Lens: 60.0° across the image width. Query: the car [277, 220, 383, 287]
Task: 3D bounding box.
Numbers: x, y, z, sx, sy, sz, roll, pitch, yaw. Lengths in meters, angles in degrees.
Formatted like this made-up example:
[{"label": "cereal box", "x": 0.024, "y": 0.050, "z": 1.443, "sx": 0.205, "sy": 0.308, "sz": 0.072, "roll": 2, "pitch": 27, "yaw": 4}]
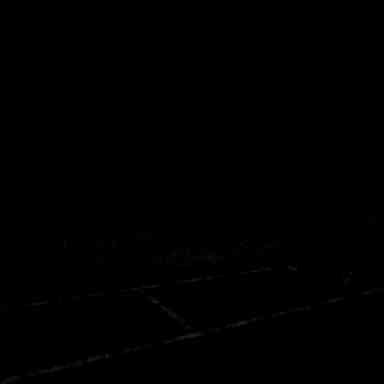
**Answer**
[{"label": "car", "x": 4.253, "y": 1.442, "z": 8.828, "sx": 4.313, "sy": 1.339, "sz": 1.947, "roll": 0, "pitch": 1, "yaw": -30}]
